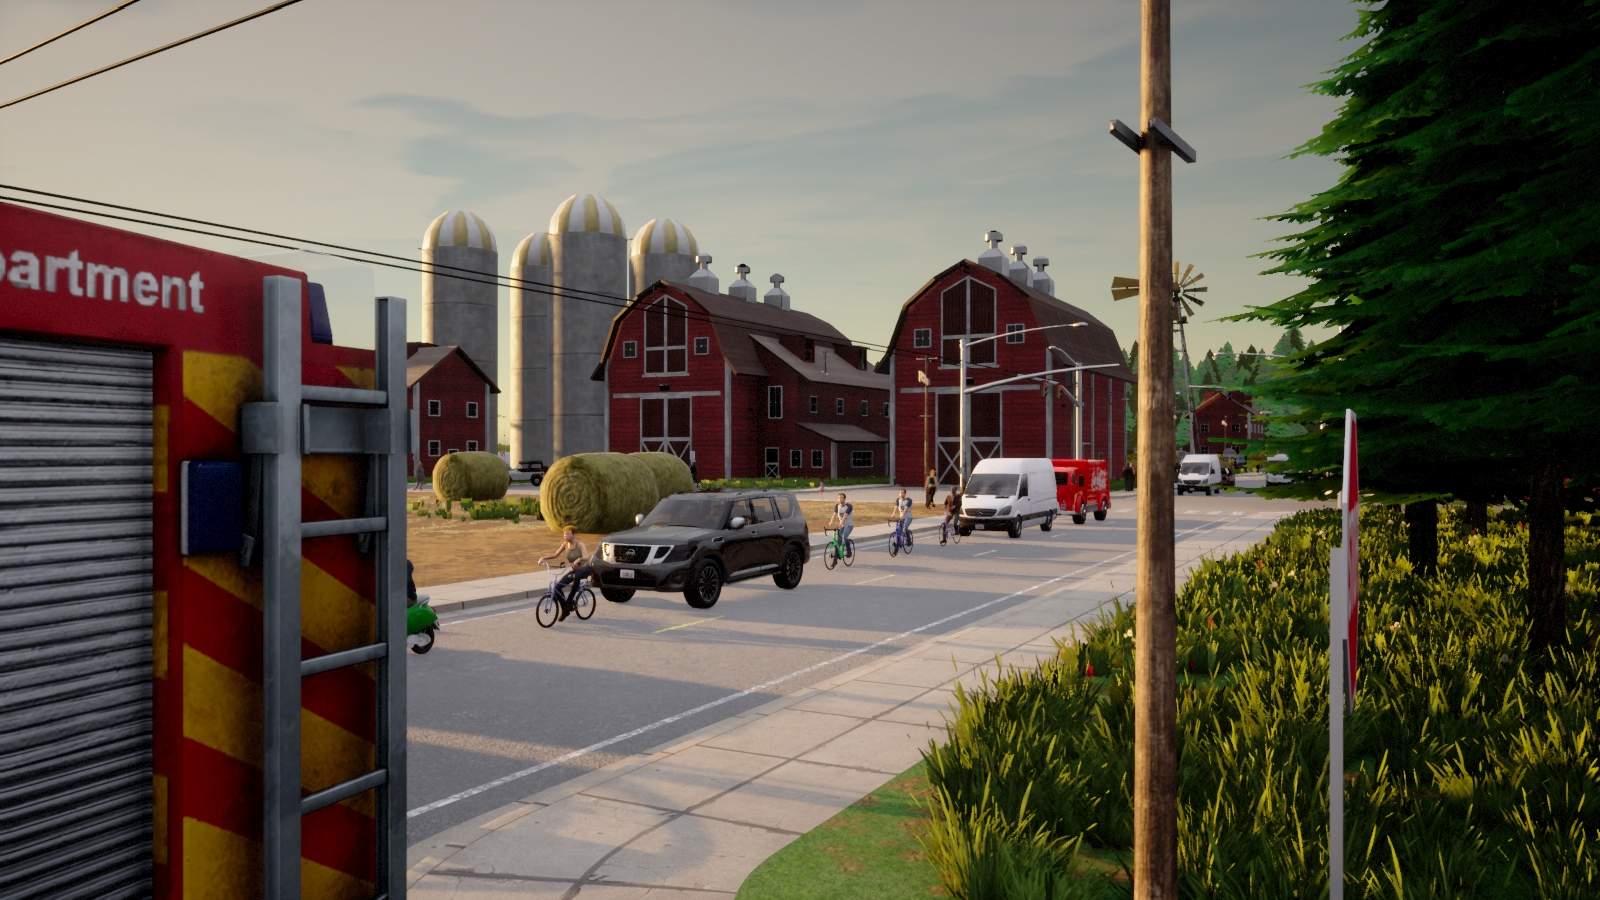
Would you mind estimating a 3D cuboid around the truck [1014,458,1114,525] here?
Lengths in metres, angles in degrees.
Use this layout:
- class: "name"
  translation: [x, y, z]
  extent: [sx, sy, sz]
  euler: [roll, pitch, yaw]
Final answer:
- class: "truck"
  translation: [10.571, 1.568, 45.383]
  extent: [2.627, 2.467, 5.204]
  euler: [0, 0, 28]

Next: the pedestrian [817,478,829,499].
- class: "pedestrian"
  translation: [1.239, 2.051, 60.970]
  extent: [0.500, 1.100, 0.500]
  euler: [0, 0, 27]

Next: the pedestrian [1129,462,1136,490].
- class: "pedestrian"
  translation: [21.591, 1.694, 74.285]
  extent: [0.375, 1.860, 0.375]
  euler: [0, 0, 26]

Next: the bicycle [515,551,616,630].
- class: "bicycle"
  translation: [-3.794, 2.256, 18.602]
  extent: [0.859, 1.080, 1.487]
  euler: [0, 0, 28]

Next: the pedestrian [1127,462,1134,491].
- class: "pedestrian"
  translation: [21.293, 1.696, 73.616]
  extent: [0.375, 1.860, 0.375]
  euler: [0, 0, 17]

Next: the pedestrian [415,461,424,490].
- class: "pedestrian"
  translation: [-24.590, 1.669, 73.833]
  extent: [0.375, 1.860, 0.375]
  euler: [0, 0, 28]

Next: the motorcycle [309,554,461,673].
- class: "motorcycle"
  translation: [-5.532, 2.142, 15.331]
  extent: [0.856, 1.316, 1.805]
  euler: [0, 0, 28]

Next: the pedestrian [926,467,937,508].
- class: "pedestrian"
  translation: [5.878, 1.676, 51.165]
  extent: [0.375, 1.860, 0.375]
  euler: [0, 0, 29]

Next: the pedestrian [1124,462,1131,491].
- class: "pedestrian"
  translation: [20.955, 1.695, 73.063]
  extent: [0.375, 1.860, 0.375]
  euler: [0, 0, 25]

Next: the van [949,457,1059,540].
- class: "van"
  translation: [7.075, 1.534, 38.959]
  extent: [1.988, 2.561, 5.915]
  euler: [0, 0, 28]

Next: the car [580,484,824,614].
- class: "car"
  translation: [-1.721, 1.779, 22.447]
  extent: [2.150, 2.045, 5.566]
  euler: [0, 0, 27]

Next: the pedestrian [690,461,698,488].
- class: "pedestrian"
  translation: [-7.261, 1.668, 78.087]
  extent: [0.375, 1.860, 0.375]
  euler: [0, 0, 31]

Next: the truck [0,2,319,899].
- class: "truck"
  translation: [-6.007, 0.867, 3.752]
  extent: [8.468, 3.827, 2.891]
  euler: [0, 0, 20]

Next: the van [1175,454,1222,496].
- class: "van"
  translation: [25.688, 1.534, 73.536]
  extent: [1.988, 2.561, 5.915]
  euler: [0, 0, 28]
